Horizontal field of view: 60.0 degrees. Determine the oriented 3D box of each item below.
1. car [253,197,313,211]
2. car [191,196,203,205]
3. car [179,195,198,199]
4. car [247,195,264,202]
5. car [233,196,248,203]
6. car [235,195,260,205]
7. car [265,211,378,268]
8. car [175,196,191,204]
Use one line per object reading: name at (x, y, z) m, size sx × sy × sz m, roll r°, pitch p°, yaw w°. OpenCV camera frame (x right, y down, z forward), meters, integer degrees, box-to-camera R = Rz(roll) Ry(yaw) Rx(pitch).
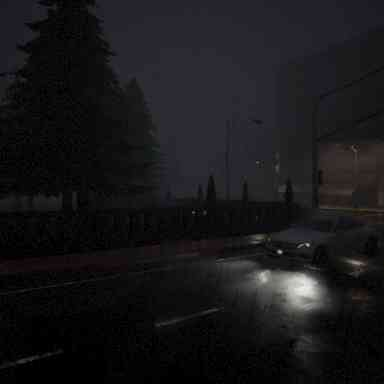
car at (7.846, 1.436, 27.968) m, size 2.128 × 1.511 × 4.902 m, roll 0°, pitch 0°, yaw -33°
car at (0.871, 1.492, 57.409) m, size 2.033 × 1.411 × 5.357 m, roll 0°, pitch 0°, yaw 1°
car at (0.266, 1.296, 41.659) m, size 2.097 × 1.767 × 4.553 m, roll 0°, pitch 0°, yaw -19°
car at (14.868, 1.469, 77.593) m, size 1.812 × 1.442 × 4.674 m, roll 0°, pitch 0°, yaw 40°
car at (10.077, 1.492, 68.480) m, size 2.033 × 1.411 × 5.357 m, roll 0°, pitch 0°, yaw 20°
car at (6.516, 1.422, 36.590) m, size 1.882 × 1.535 × 5.008 m, roll 0°, pitch 0°, yaw -29°
car at (4.573, 1.526, 11.391) m, size 4.674 × 1.442 × 1.812 m, roll 0°, pitch 0°, yaw -35°
car at (-1.714, 1.492, 66.193) m, size 2.033 × 1.411 × 5.357 m, roll 0°, pitch 0°, yaw 12°
